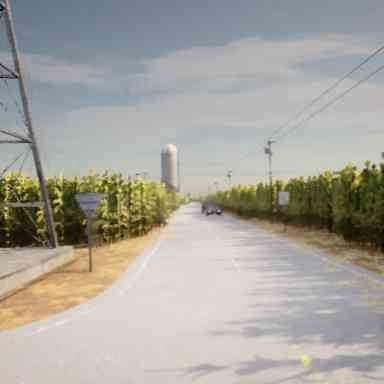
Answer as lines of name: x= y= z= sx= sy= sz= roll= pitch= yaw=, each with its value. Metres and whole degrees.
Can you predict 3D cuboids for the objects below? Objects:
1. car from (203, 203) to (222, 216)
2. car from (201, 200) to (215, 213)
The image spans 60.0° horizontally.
car: x=2.853 y=2.516 z=44.240 sx=1.895 sy=1.301 sz=4.718 roll=-2 pitch=-1 yaw=0
car: x=2.708 y=2.372 z=54.531 sx=2.150 sy=2.045 sz=5.566 roll=-2 pitch=-1 yaw=-1
